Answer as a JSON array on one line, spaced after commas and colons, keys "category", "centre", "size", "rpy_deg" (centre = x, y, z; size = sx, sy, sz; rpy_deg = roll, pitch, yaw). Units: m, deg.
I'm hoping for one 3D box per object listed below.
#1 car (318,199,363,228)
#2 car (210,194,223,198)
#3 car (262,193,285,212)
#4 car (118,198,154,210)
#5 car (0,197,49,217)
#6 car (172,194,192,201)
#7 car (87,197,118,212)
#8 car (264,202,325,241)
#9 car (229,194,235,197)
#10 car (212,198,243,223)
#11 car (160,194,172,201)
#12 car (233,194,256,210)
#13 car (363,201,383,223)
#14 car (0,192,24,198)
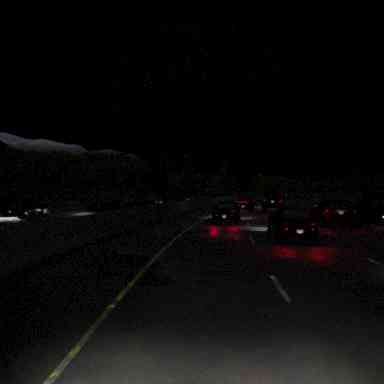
[{"category": "car", "centre": [9.220, 1.265, 21.866], "size": [2.097, 1.767, 4.553], "rpy_deg": [0, 0, 10]}, {"category": "car", "centre": [5.514, 1.161, 74.104], "size": [1.812, 1.442, 4.674], "rpy_deg": [0, 0, 28]}, {"category": "car", "centre": [8.734, 1.070, 35.688], "size": [2.150, 2.045, 5.566], "rpy_deg": [0, 0, 15]}, {"category": "car", "centre": [-5.723, 1.369, 36.559], "size": [2.033, 1.411, 5.357], "rpy_deg": [0, 0, 14]}, {"category": "car", "centre": [-14.518, 1.405, 29.126], "size": [1.994, 1.385, 4.181], "rpy_deg": [0, 0, 11]}, {"category": "car", "centre": [-1.724, 1.239, 67.765], "size": [1.994, 1.385, 4.181], "rpy_deg": [0, 0, 26]}, {"category": "car", "centre": [-9.419, 1.295, 36.101], "size": [1.882, 1.535, 5.008], "rpy_deg": [0, 0, 15]}, {"category": "car", "centre": [4.802, 1.458, 16.174], "size": [1.812, 1.442, 4.674], "rpy_deg": [0, 0, 7]}, {"category": "car", "centre": [9.578, 1.204, 74.225], "size": [1.994, 1.385, 4.181], "rpy_deg": [0, 0, 30]}, {"category": "car", "centre": [2.523, 1.417, 24.214], "size": [1.812, 1.442, 4.674], "rpy_deg": [0, 0, 10]}, {"category": "car", "centre": [-4.897, 1.197, 69.239], "size": [2.128, 1.511, 4.902], "rpy_deg": [0, 0, 26]}, {"category": "car", "centre": [6.629, 1.329, 40.747], "size": [1.837, 1.490, 4.892], "rpy_deg": [0, 1, 17]}, {"category": "car", "centre": [13.273, 1.412, 24.578], "size": [1.837, 1.490, 4.892], "rpy_deg": [0, 0, 11]}, {"category": "car", "centre": [-17.810, 1.050, 30.725], "size": [2.150, 2.045, 5.566], "rpy_deg": [0, 0, 12]}]
